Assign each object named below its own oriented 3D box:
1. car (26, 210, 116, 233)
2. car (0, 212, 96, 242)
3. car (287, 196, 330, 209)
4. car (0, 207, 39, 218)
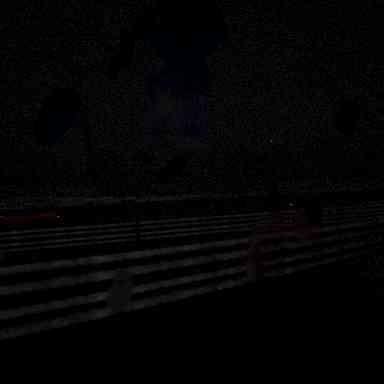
[{"bbox_3d":[-7.789,2.002,22.178,5.357,1.411,2.033,-3,1,-20],"label":"car"},{"bbox_3d":[-7.987,2.129,18.390,4.718,1.301,1.895,-3,1,-20],"label":"car"},{"bbox_3d":[11.473,1.099,32.800,4.181,1.385,1.994,-3,1,-20],"label":"car"},{"bbox_3d":[-11.835,1.906,24.445,4.553,1.767,2.097,-3,1,-20],"label":"car"}]
